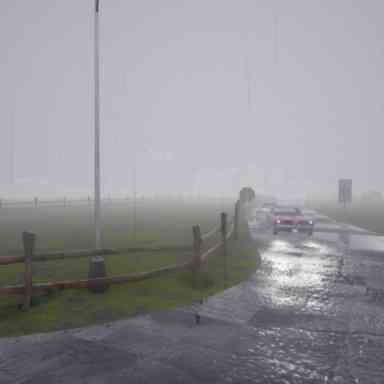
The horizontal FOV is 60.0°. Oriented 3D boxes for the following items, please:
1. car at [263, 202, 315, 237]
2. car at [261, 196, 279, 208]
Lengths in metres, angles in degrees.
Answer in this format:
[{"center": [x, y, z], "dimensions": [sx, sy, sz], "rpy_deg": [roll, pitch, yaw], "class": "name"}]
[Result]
[{"center": [5.012, 1.447, 17.430], "dimensions": [1.895, 1.301, 4.718], "rpy_deg": [1, 1, 8], "class": "car"}, {"center": [9.475, 1.219, 40.459], "dimensions": [2.033, 1.411, 5.357], "rpy_deg": [1, 1, 14], "class": "car"}]
